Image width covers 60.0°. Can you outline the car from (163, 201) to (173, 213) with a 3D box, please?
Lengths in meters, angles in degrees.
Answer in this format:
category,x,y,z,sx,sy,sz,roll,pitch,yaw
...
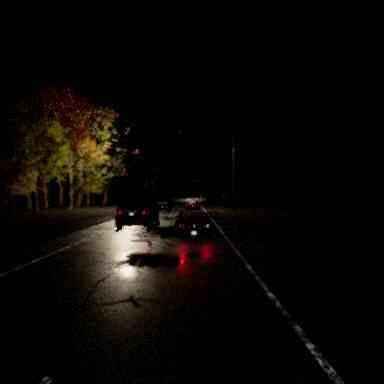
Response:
category,x,y,z,sx,sy,sz,roll,pitch,yaw
car,-3.403,1.768,40.526,2.033,1.411,5.357,0,0,0

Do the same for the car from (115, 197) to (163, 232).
category,x,y,z,sx,sy,sz,roll,pitch,yaw
car,-3.394,1.342,21.310,2.150,2.045,5.566,0,0,0

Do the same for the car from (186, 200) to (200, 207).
category,x,y,z,sx,sy,sz,roll,pitch,yaw
car,0.096,1.817,47.333,1.994,1.385,4.181,0,0,0

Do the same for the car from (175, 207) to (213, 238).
category,x,y,z,sx,sy,sz,roll,pitch,yaw
car,0.099,1.705,18.480,1.895,1.301,4.718,0,0,0
